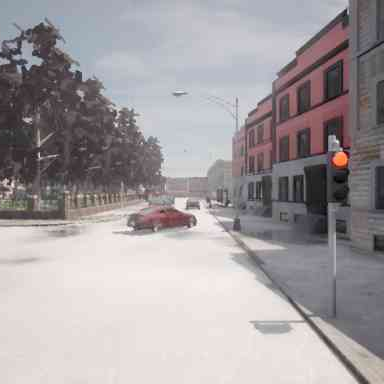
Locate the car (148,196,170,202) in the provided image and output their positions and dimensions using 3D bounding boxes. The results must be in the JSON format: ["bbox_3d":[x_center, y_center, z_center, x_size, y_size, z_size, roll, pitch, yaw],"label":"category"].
[{"bbox_3d":[-4.080,1.477,39.323,1.882,1.535,5.008,0,0,0],"label":"car"}]

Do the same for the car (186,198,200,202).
[{"bbox_3d":[0.125,1.546,45.247,2.033,1.411,5.357,0,0,0],"label":"car"}]

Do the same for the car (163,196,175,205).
[{"bbox_3d":[-4.039,1.504,59.622,1.837,1.490,4.892,0,0,0],"label":"car"}]

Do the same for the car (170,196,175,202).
[{"bbox_3d":[-4.074,1.546,49.223,2.033,1.411,5.357,0,0,0],"label":"car"}]

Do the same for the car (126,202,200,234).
[{"bbox_3d":[-1.693,1.525,19.501,1.812,1.442,4.674,1,1,40],"label":"car"}]
